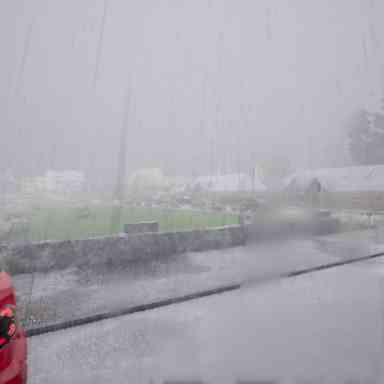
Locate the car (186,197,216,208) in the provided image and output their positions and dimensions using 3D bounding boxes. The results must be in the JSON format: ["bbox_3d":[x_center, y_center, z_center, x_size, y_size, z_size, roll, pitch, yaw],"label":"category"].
[{"bbox_3d":[1.604,1.552,45.891,1.994,1.385,4.181,0,0,-36],"label":"car"}]

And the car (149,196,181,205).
[{"bbox_3d":[-4.469,1.535,54.482,2.033,1.411,5.357,0,0,-35],"label":"car"}]

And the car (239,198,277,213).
[{"bbox_3d":[7.448,1.493,37.679,1.837,1.490,4.892,0,0,-35],"label":"car"}]

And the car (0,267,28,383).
[{"bbox_3d":[-3.974,1.222,1.772,5.566,2.045,2.150,0,0,-35],"label":"car"}]

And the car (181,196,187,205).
[{"bbox_3d":[-1.664,1.464,57.614,1.882,1.535,5.008,0,0,-35],"label":"car"}]

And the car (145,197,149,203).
[{"bbox_3d":[-7.588,1.464,65.849,1.882,1.535,5.008,0,0,-35],"label":"car"}]
